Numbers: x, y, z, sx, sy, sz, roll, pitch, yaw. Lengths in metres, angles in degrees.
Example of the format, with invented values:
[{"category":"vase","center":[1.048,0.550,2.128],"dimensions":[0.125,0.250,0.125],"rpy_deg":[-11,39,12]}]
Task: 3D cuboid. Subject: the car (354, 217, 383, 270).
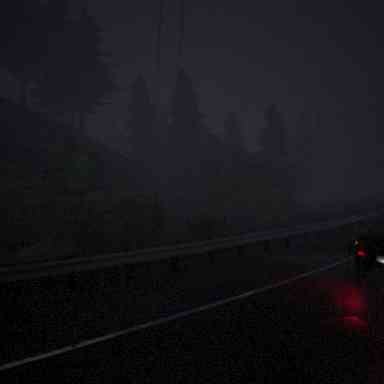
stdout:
[{"category":"car","center":[6.156,1.372,9.328],"dimensions":[4.674,1.442,1.812],"rpy_deg":[-1,1,-43]}]
